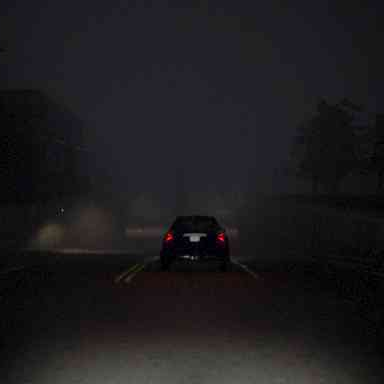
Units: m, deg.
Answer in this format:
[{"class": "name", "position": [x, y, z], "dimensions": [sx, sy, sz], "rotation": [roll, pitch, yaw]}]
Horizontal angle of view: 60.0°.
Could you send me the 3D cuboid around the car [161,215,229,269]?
[{"class": "car", "position": [0.142, 1.712, 12.121], "dimensions": [2.097, 1.767, 4.553], "rotation": [0, -7, 2]}]
